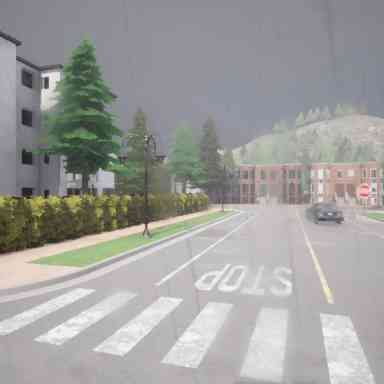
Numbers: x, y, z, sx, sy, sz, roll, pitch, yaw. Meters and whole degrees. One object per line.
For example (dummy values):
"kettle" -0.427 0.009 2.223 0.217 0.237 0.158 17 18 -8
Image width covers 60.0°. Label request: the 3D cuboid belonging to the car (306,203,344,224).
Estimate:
"car" 9.626 1.536 24.403 2.033 1.411 5.357 0 0 11
